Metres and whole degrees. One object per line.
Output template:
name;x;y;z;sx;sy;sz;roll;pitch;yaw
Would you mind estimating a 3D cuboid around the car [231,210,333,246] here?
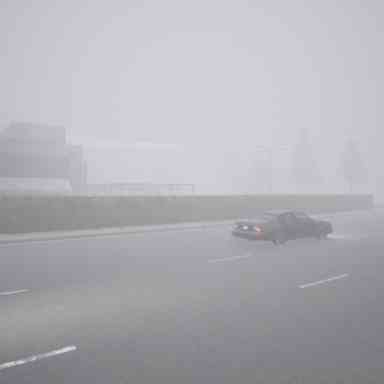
car;4.260;1.547;15.373;5.357;1.411;2.033;0;0;-35
